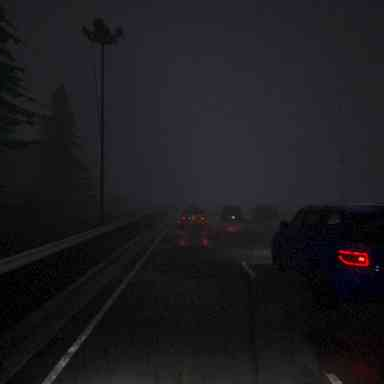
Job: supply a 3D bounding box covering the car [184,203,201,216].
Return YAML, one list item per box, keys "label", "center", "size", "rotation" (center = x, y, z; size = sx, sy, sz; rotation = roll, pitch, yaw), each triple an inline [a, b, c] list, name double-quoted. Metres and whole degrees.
- label: "car"
  center: [0.087, 2.165, 41.468]
  size: [1.994, 1.385, 4.181]
  rotation: [0, -1, 0]

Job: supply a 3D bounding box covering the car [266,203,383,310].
- label: "car"
  center: [3.599, 1.343, 8.230]
  size: [2.150, 2.045, 5.566]
  rotation: [0, -1, 0]

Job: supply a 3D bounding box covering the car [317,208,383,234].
- label: "car"
  center: [10.598, 1.879, 22.853]
  size: [2.033, 1.411, 5.357]
  rotation: [0, -1, 0]

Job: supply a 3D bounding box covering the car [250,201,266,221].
- label: "car"
  center: [7.098, 1.951, 32.700]
  size: [1.882, 1.535, 5.008]
  rotation: [0, -1, 0]

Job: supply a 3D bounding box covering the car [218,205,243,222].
- label: "car"
  center: [3.598, 1.961, 31.362]
  size: [1.837, 1.490, 4.892]
  rotation: [0, 0, 0]

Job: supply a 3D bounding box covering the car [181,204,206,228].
- label: "car"
  center: [0.099, 1.827, 25.569]
  size: [1.801, 1.575, 5.366]
  rotation: [0, -1, 0]
